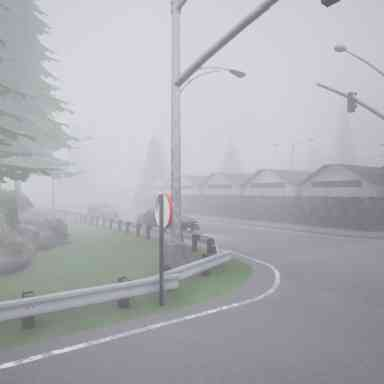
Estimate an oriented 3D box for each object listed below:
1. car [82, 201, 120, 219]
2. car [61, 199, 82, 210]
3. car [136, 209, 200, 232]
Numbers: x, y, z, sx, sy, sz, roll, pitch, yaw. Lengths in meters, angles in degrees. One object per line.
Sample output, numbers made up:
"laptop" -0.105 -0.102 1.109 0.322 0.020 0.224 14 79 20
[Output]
"car" -8.220 1.694 30.522 1.837 1.490 4.892 0 1 -35
"car" -16.608 1.704 46.672 1.812 1.442 4.674 0 0 3
"car" -1.697 1.739 21.112 2.033 1.411 5.357 0 0 -35
